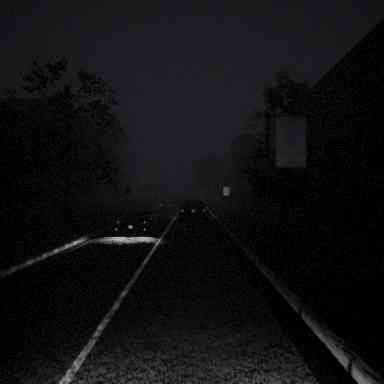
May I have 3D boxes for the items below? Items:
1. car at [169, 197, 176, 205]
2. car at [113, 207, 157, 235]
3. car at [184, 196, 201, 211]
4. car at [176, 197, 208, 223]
[{"bbox_3d":[-3.109,1.564,60.092,2.033,1.411,5.357,0,0,0],"label":"car"},{"bbox_3d":[-3.105,1.570,18.739,1.994,1.385,4.181,0,0,0],"label":"car"},{"bbox_3d":[0.088,1.368,42.135,2.097,1.767,4.553,0,0,0],"label":"car"},{"bbox_3d":[0.091,1.361,25.312,2.097,1.767,4.553,0,0,0],"label":"car"}]
